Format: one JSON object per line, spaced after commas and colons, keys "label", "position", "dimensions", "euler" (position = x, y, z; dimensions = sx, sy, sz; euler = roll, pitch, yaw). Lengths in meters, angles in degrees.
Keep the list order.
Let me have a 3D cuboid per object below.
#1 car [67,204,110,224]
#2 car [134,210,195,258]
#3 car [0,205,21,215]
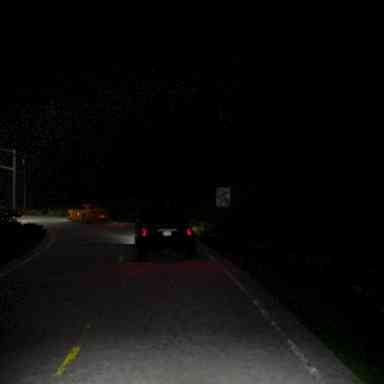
{"label": "car", "position": [-8.850, 1.771, 28.149], "dimensions": [1.882, 1.535, 5.008], "euler": [1, -1, -44]}
{"label": "car", "position": [-1.250, 1.494, 13.659], "dimensions": [2.097, 1.767, 4.553], "euler": [0, -1, -11]}
{"label": "car", "position": [-18.324, 1.868, 30.740], "dimensions": [5.357, 1.411, 2.033], "euler": [0, -1, 23]}
